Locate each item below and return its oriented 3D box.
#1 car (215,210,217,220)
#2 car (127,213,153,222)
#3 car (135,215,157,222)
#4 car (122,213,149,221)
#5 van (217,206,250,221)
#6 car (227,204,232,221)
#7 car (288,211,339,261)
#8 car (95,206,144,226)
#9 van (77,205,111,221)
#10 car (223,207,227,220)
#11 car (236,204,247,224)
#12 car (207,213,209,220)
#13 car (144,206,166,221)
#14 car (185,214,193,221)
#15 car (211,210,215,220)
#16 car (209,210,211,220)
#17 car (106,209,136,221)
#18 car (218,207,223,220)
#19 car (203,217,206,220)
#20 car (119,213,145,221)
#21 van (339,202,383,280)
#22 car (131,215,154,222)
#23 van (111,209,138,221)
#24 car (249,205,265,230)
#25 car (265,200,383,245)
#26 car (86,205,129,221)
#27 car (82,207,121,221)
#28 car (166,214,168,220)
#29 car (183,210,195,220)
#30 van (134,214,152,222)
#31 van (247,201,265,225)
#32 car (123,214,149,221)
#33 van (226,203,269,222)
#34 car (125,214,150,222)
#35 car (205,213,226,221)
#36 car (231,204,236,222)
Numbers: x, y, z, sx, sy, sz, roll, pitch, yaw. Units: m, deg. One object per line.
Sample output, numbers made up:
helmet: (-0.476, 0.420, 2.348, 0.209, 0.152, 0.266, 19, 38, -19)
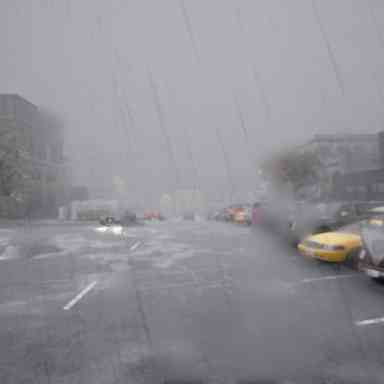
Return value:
car: (6.145, 3.254, 46.599, 4.674, 1.452, 2.002, 3, -5, -21)
car: (-12.244, 5.938, 78.628, 5.566, 2.045, 2.435, 1, -6, -21)
car: (-12.515, 7.207, 90.539, 5.566, 2.045, 2.435, 1, -6, -21)
car: (-11.865, 5.295, 69.752, 5.366, 1.575, 1.946, 1, -6, -21)
van: (6.214, 3.231, 49.589, 4.442, 1.987, 1.878, 3, -5, -21)
car: (6.301, 2.204, 31.988, 4.892, 1.521, 2.231, 2, -3, -20)
car: (6.232, 1.596, 11.435, 5.366, 1.575, 1.946, 1, -1, -20)
car: (-5.942, 2.082, 27.689, 1.994, 1.385, 4.181, 0, -3, 12)
van: (-11.485, 2.502, 39.930, 4.442, 1.987, 1.878, 1, -4, -21)
car: (6.277, 2.369, 34.910, 5.008, 1.535, 2.097, 2, -4, -20)
car: (6.346, 1.935, 26.145, 4.892, 1.521, 2.231, 2, -2, -20)
car: (5.924, 4.458, 61.218, 4.892, 1.521, 2.231, 3, -6, -21)
car: (-5.372, 3.065, 47.772, 2.150, 2.045, 5.566, 0, -5, 0)
car: (-0.796, 5.897, 77.610, 1.837, 1.490, 4.892, 0, -6, -1)
car: (6.070, 3.693, 52.452, 5.008, 1.535, 2.097, 3, -5, -21)
car: (5.947, 4.070, 58.302, 4.553, 1.767, 2.185, 3, -6, -21)
car: (-11.756, 3.806, 54.804, 4.553, 1.767, 2.185, 1, -5, -21)
car: (6.183, 2.789, 40.745, 4.792, 1.488, 2.163, 2, -5, -21)
car: (5.858, 4.748, 67.101, 5.566, 2.045, 2.435, 3, -6, -21)
car: (-11.954, 5.041, 66.718, 4.792, 1.488, 2.163, 1, -6, -21)
van: (6.306, 1.345, 8.522, 4.442, 1.987, 1.878, 1, 0, -20)
car: (-12.108, 6.501, 81.658, 5.366, 1.575, 1.946, 1, -7, -21)
van: (-11.726, 3.968, 57.834, 4.442, 1.987, 1.878, 1, -6, -21)
car: (6.363, 1.744, 20.303, 4.892, 1.521, 2.231, 1, -2, -20)
car: (6.375, 1.382, 14.429, 5.566, 2.045, 2.435, 1, -1, -20)
car: (-11.646, 2.938, 45.876, 5.566, 2.045, 2.435, 1, -5, -21)
car: (-11.660, 2.825, 42.855, 4.553, 1.767, 2.185, 1, -5, -21)
car: (-5.547, 4.816, 64.188, 2.033, 1.411, 5.357, 0, -5, -1)
car: (-0.591, 4.767, 67.228, 2.150, 2.045, 5.566, 0, -5, -1)
van: (-12.460, 6.588, 84.547, 4.442, 1.987, 1.878, 1, -6, -21)
van: (6.467, 1.606, 23.273, 4.442, 1.987, 1.878, 2, -3, -20)
car: (-12.266, 5.581, 72.595, 5.366, 1.575, 1.946, 1, -6, -21)
van: (6.354, 2.334, 37.891, 4.442, 1.987, 1.878, 2, -4, -20)
car: (-12.329, 5.878, 75.572, 5.366, 1.575, 1.946, 1, -6, -21)
car: (5.569, 6.019, 78.746, 4.553, 1.767, 2.185, 3, -7, -21)
car: (6.490, 2.061, 29.137, 5.366, 1.575, 1.946, 2, -3, -20)
